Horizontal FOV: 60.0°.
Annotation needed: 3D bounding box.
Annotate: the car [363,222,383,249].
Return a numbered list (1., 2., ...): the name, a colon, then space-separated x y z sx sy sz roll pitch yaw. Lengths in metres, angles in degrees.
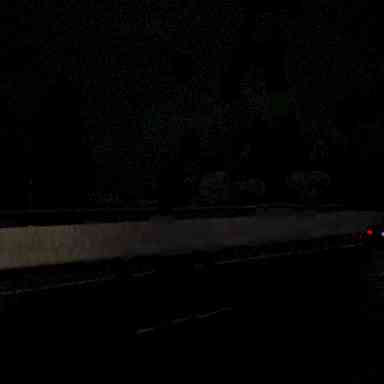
1. car: 9.323 1.639 13.610 5.357 1.411 2.033 0 0 -30
